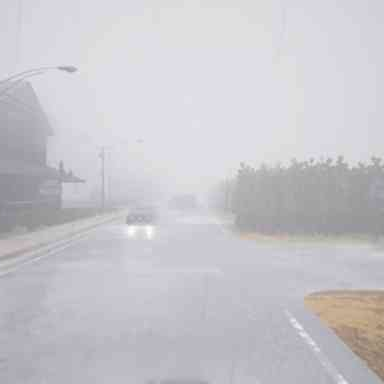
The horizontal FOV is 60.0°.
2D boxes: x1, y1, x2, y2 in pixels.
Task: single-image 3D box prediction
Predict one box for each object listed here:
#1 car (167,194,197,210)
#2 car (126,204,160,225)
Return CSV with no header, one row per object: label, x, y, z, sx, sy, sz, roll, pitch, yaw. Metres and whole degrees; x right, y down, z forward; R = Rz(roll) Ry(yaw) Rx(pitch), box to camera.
car,-1.319,1.233,43.452,2.150,2.045,5.566,1,0,-25
car,-3.454,1.571,24.060,1.994,1.385,4.181,0,0,1
